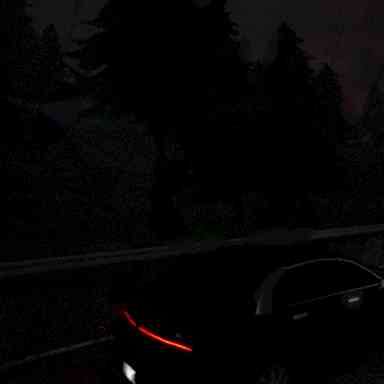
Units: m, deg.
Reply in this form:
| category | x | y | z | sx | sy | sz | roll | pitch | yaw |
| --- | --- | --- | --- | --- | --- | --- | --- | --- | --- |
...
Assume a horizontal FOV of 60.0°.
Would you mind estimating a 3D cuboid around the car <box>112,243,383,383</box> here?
| category | x | y | z | sx | sy | sz | roll | pitch | yaw |
| --- | --- | --- | --- | --- | --- | --- | --- | --- | --- |
| car | 1.375 | 1.484 | 4.618 | 4.892 | 1.490 | 1.837 | 0 | 0 | -35 |
